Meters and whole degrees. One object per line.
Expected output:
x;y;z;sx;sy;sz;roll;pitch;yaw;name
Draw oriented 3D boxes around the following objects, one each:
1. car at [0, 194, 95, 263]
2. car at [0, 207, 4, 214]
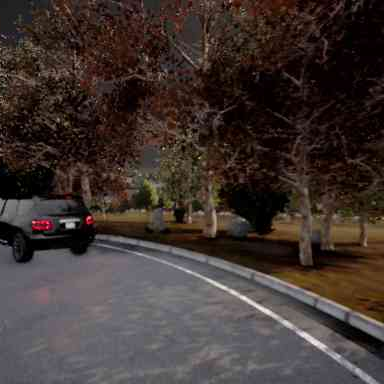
-5.706;1.094;11.780;5.566;2.045;2.150;0;1;40;car
-43.690;4.101;74.361;2.033;1.411;5.357;-1;-4;-19;car
